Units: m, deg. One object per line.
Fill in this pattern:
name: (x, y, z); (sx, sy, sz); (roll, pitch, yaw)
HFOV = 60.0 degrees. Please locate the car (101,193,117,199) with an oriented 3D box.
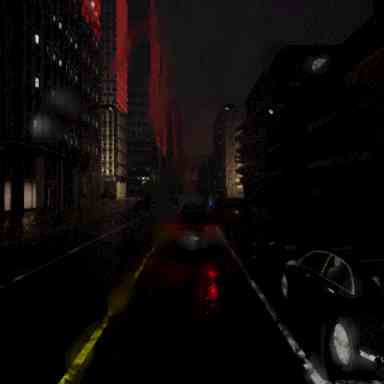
car: (-21.111, 1.028, 84.013); (4.097, 1.590, 1.967); (1, -1, 0)

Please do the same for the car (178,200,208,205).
car: (0.070, 1.578, 27.582); (1.895, 1.301, 4.718); (0, 0, 0)

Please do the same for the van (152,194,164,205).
van: (-5.677, 1.305, 56.282); (1.690, 1.788, 3.998); (0, 0, 0)

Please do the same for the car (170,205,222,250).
car: (0.076, 1.513, 14.206); (1.812, 1.442, 4.674); (0, 0, 0)

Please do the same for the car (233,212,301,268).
car: (2.693, 1.555, 11.091); (1.947, 1.339, 4.313); (0, 0, 0)

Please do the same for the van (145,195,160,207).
van: (-5.680, 1.309, 44.984); (1.690, 1.788, 3.998); (0, 0, 0)

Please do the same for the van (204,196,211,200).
van: (2.700, 1.311, 39.334); (1.690, 1.788, 3.998); (0, 0, 0)

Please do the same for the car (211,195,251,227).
car: (2.696, 1.296, 22.388); (2.192, 1.841, 5.009); (0, 0, 0)

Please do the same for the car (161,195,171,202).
car: (-5.673, 1.401, 73.227); (1.967, 1.590, 4.097); (0, 0, 0)

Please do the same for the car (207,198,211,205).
car: (2.698, 1.555, 33.685); (1.802, 1.307, 4.206); (0, 0, 0)

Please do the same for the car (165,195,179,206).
car: (-3.060, 1.529, 52.715); (1.994, 1.385, 4.181); (0, 0, 0)

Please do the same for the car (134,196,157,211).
car: (-5.680, 1.536, 39.336); (1.947, 1.339, 4.313); (0, 0, 0)

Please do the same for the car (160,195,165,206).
car: (-5.678, 1.516, 50.633); (2.008, 1.369, 4.403); (0, 0, 0)

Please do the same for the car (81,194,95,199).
car: (-26.688, 1.063, 83.999); (4.206, 1.307, 1.802); (1, -1, 0)

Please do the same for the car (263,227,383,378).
car: (2.691, 1.545, 5.442); (2.008, 1.369, 4.403); (0, 0, 0)
